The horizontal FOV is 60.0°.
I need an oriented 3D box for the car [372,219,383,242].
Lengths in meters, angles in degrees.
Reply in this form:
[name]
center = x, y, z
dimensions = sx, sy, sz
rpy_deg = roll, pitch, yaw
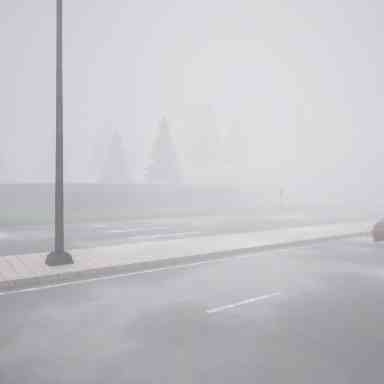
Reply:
[car]
center = 10.101, 1.564, 15.250
dimensions = 4.181, 1.385, 1.994
rpy_deg = 0, 0, -36
